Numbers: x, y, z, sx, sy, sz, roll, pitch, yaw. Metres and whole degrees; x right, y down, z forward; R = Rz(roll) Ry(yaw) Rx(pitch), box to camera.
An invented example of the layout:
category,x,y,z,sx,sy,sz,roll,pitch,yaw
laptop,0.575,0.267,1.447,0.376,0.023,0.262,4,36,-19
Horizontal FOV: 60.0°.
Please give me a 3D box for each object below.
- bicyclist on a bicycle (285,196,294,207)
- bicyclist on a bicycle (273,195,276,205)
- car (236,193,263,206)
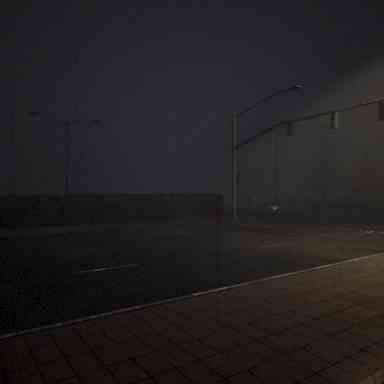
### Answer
category,x,y,z,sx,sy,sz,roll,pitch,yaw
bicyclist on a bicycle,14.405,1.453,49.131,1.656,1.620,0.582,0,0,-22
bicyclist on a bicycle,13.440,1.300,54.046,0.582,1.620,1.656,0,0,22
car,8.957,1.223,53.676,2.150,2.045,5.566,0,0,-34
